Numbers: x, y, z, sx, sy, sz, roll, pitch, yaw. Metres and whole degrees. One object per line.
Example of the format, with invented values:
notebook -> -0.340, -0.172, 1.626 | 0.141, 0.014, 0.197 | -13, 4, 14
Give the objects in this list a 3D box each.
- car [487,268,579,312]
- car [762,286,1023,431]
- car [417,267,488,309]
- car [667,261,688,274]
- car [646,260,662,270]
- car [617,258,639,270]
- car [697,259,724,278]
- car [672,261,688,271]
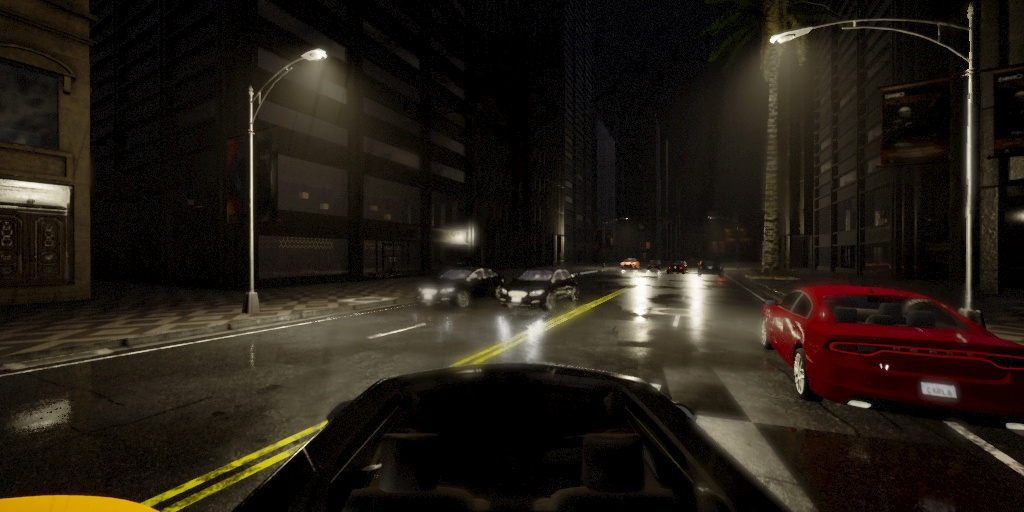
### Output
car -> 1.273, 1.243, 14.538 | 2.128, 1.511, 4.902 | 0, 0, 27
car -> 5.517, 1.228, 5.880 | 1.882, 1.535, 5.008 | 0, 0, 27
car -> -1.967, 1.243, 15.342 | 2.128, 1.511, 4.902 | 0, 0, 27
car -> 18.673, 1.317, 40.771 | 2.033, 1.411, 5.357 | 0, 0, 27
car -> 20.860, 1.286, 52.524 | 1.837, 1.490, 4.892 | 0, 0, 27
car -> 17.516, 1.133, 53.131 | 2.097, 1.767, 4.553 | 0, 0, 27
car -> 19.310, 1.118, 34.948 | 2.097, 1.767, 4.553 | 0, 0, 27
car -> 23.566, 1.381, 50.266 | 1.895, 1.301, 4.718 | 0, 0, 27
